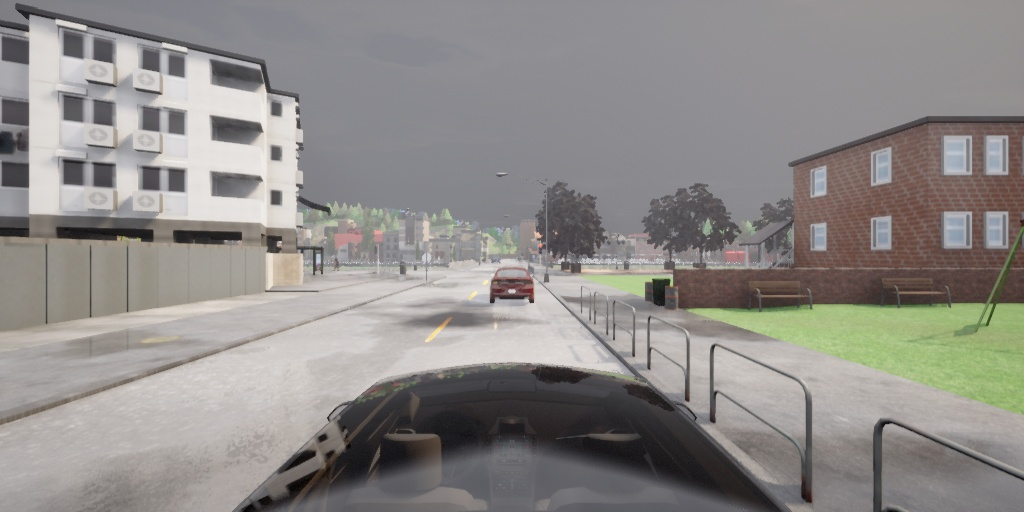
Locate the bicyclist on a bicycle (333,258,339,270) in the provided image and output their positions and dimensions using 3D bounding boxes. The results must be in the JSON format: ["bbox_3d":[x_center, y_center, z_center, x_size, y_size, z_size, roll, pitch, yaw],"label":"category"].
[{"bbox_3d":[-24.026,1.097,49.071,0.582,1.620,1.656,0,0,0],"label":"bicyclist on a bicycle"}]

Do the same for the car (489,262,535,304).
[{"bbox_3d":[0.000,1.234,16.500,1.882,1.535,5.008,0,0,0],"label":"car"}]
